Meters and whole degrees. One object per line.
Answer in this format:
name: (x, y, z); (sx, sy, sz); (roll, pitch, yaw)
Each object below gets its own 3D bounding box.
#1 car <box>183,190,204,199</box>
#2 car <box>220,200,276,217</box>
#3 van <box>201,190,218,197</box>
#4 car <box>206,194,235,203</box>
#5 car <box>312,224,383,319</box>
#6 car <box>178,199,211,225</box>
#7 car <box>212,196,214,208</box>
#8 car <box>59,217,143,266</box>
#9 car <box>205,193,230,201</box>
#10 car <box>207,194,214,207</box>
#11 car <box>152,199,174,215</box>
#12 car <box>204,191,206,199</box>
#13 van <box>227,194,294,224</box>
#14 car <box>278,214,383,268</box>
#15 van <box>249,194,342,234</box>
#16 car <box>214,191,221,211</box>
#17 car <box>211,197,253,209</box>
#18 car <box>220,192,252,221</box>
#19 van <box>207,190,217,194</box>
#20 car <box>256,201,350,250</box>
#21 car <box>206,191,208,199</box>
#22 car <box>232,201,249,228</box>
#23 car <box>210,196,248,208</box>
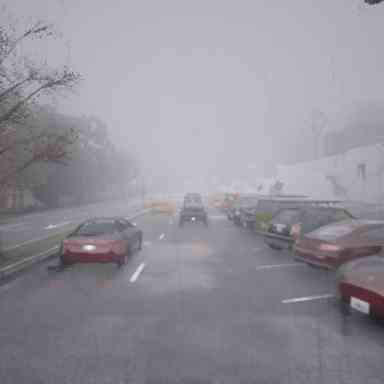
car: (0.091, 1.079, 41.300); (2.150, 2.045, 5.566); (0, 1, 0)
car: (5.066, 1.460, 30.255); (4.674, 1.452, 2.002); (1, 0, -20)
van: (4.963, 0.429, 92.854); (4.442, 1.987, 1.878); (1, 1, -20)
car: (5.096, 1.107, 60.110); (4.792, 1.488, 2.163); (0, 1, -20)
car: (5.044, 1.505, 6.353); (4.792, 1.488, 2.163); (1, 0, -20)
car: (0.099, 1.455, 23.307); (1.837, 1.490, 4.892); (0, 0, 0)
car: (5.042, 1.417, 36.212); (4.792, 1.488, 2.163); (1, 1, -20)
car: (-2.900, 1.540, 11.398); (1.994, 1.385, 4.181); (0, 0, 0)
car: (5.065, 1.020, 66.063); (4.674, 1.452, 2.002); (0, 1, -20)
car: (4.898, 1.359, 39.139); (5.366, 1.575, 1.946); (1, 1, -20)
car: (-2.900, 1.394, 33.368); (1.882, 1.535, 5.008); (0, 0, 0)
car: (4.896, 1.123, 57.048); (5.366, 1.575, 1.946); (0, 1, -20)
van: (4.965, 1.212, 24.239); (4.442, 1.987, 1.878); (1, 0, -20)
car: (5.065, 1.510, 9.371); (4.674, 1.452, 2.002); (1, 0, -20)
van: (5.181, 1.233, 15.378); (4.442, 1.987, 1.878); (1, 0, -20)
car: (5.099, 1.181, 27.283); (5.566, 2.045, 2.435); (1, 0, -20)
car: (5.096, 1.368, 42.208); (4.792, 1.488, 2.163); (1, 0, -20)
car: (5.048, 1.194, 21.286); (5.566, 2.045, 2.435); (1, 0, -20)
van: (4.964, 1.040, 48.109); (4.442, 1.987, 1.878); (0, 1, -20)
car: (5.042, 1.338, 12.343); (4.553, 1.767, 2.185); (1, 0, -20)
car: (5.042, 1.097, 51.137); (4.553, 1.767, 2.185); (0, 1, -20)
car: (5.064, 1.453, 18.318); (4.892, 1.521, 2.231); (1, 0, -20)
car: (5.064, 1.342, 45.180); (4.674, 1.452, 2.002); (1, 0, -20)
